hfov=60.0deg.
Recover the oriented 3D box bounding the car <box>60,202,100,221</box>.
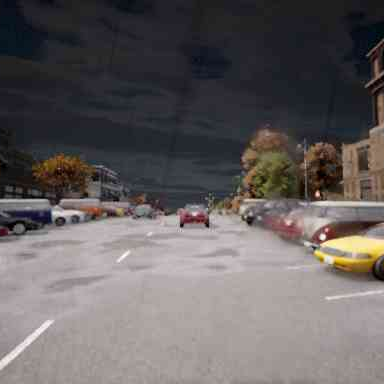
[{"bbox_3d":[-11.254,1.917,30.428,4.792,1.488,2.163,0,-2,-20],"label":"car"}]

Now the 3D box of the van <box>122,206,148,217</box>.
[{"bbox_3d":[-10.748,3.691,62.630,4.442,1.987,1.878,1,-6,-19],"label":"van"}]

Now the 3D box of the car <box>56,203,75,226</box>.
[{"bbox_3d":[-11.330,1.796,24.556,4.674,1.452,2.002,0,-1,-20],"label":"car"}]

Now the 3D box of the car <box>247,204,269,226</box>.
[{"bbox_3d":[6.498,1.755,21.993,4.792,1.488,2.163,1,-1,-20],"label":"car"}]

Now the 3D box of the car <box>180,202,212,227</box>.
[{"bbox_3d":[0.200,1.648,25.377,2.097,1.767,4.553,0,-1,1],"label":"car"}]

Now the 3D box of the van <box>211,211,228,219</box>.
[{"bbox_3d":[7.699,6.591,94.346,4.442,1.987,1.878,3,-6,-19],"label":"van"}]

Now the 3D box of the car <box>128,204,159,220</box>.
[{"bbox_3d":[-4.867,2.029,34.112,1.837,1.490,4.892,0,-2,1],"label":"car"}]

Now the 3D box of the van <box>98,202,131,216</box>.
[{"bbox_3d":[-11.197,2.482,47.933,4.442,1.987,1.878,0,-3,-19],"label":"van"}]

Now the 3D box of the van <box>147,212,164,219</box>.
[{"bbox_3d":[-10.334,6.612,94.672,4.442,1.987,1.878,1,-5,-19],"label":"van"}]

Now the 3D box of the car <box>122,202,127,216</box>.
[{"bbox_3d":[-11.334,2.350,42.053,5.366,1.575,1.946,0,-3,-19],"label":"car"}]

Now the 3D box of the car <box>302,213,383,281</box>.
[{"bbox_3d":[6.241,1.555,9.943,5.366,1.575,1.946,1,0,-20],"label":"car"}]

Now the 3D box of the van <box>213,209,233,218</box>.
[{"bbox_3d":[7.407,5.243,79.692,4.442,1.987,1.878,3,-6,-19],"label":"van"}]

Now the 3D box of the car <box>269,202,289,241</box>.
[{"bbox_3d":[6.408,1.504,15.991,4.553,1.767,2.185,1,-1,-20],"label":"car"}]

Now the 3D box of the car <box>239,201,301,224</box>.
[{"bbox_3d":[6.545,1.719,27.978,4.553,1.767,2.185,1,-1,-19],"label":"car"}]

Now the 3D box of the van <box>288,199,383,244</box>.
[{"bbox_3d":[6.319,1.363,12.961,4.442,1.987,1.878,1,-1,-20],"label":"van"}]

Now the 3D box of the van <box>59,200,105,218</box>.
[{"bbox_3d":[-11.368,1.749,33.315,4.442,1.987,1.878,0,-2,-19],"label":"van"}]

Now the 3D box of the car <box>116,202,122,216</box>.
[{"bbox_3d":[-11.201,2.208,39.200,4.892,1.521,2.231,0,-3,-19],"label":"car"}]

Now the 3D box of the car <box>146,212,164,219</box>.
[{"bbox_3d":[-10.253,6.442,91.791,4.553,1.767,2.185,1,-5,-19],"label":"car"}]

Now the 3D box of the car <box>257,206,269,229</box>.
[{"bbox_3d":[6.448,1.714,18.988,4.674,1.452,2.002,1,-1,-20],"label":"car"}]

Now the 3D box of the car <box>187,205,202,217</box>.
[{"bbox_3d":[0.371,2.435,42.776,1.812,1.442,4.674,0,-3,1],"label":"car"}]

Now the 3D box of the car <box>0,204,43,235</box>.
[{"bbox_3d":[-11.369,1.650,18.688,5.008,1.535,2.097,0,-1,-20],"label":"car"}]

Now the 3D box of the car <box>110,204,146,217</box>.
[{"bbox_3d":[-10.932,3.140,56.751,5.566,2.045,2.435,1,-5,-19],"label":"car"}]

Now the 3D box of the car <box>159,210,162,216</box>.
[{"bbox_3d":[-10.505,5.496,80.089,4.892,1.521,2.231,1,-5,-19],"label":"car"}]

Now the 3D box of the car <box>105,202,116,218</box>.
[{"bbox_3d":[-11.233,2.081,36.275,5.008,1.535,2.097,0,-2,-19],"label":"car"}]

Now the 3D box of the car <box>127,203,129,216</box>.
[{"bbox_3d":[-11.131,2.523,45.040,4.892,1.521,2.231,0,-4,-19],"label":"car"}]

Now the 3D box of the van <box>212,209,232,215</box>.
[{"bbox_3d":[7.130,4.967,76.676,4.442,1.987,1.878,3,-5,-19],"label":"van"}]

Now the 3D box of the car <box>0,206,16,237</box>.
[{"bbox_3d":[-11.351,1.636,15.770,4.792,1.488,2.163,-1,-1,-20],"label":"car"}]

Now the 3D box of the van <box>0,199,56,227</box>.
[{"bbox_3d":[-11.457,1.475,21.586,4.442,1.987,1.878,0,-1,-20],"label":"van"}]

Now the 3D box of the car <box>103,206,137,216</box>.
[{"bbox_3d":[-11.035,2.915,50.871,4.892,1.521,2.231,1,-4,-19],"label":"car"}]

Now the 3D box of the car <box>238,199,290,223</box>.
[{"bbox_3d":[6.472,1.530,24.961,5.566,2.045,2.435,1,-1,-20],"label":"car"}]

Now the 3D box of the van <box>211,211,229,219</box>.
[{"bbox_3d":[7.365,6.037,88.401,4.442,1.987,1.878,3,-5,-19],"label":"van"}]

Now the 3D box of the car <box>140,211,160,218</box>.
[{"bbox_3d":[-10.490,5.635,83.020,4.553,1.767,2.185,1,-6,-19],"label":"car"}]

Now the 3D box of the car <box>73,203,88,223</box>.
[{"bbox_3d":[-11.309,1.858,27.494,4.674,1.452,2.002,0,-2,-20],"label":"car"}]

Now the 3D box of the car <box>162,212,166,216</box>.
[{"bbox_3d":[-10.426,5.778,85.942,5.566,2.045,2.435,1,-5,-19],"label":"car"}]
